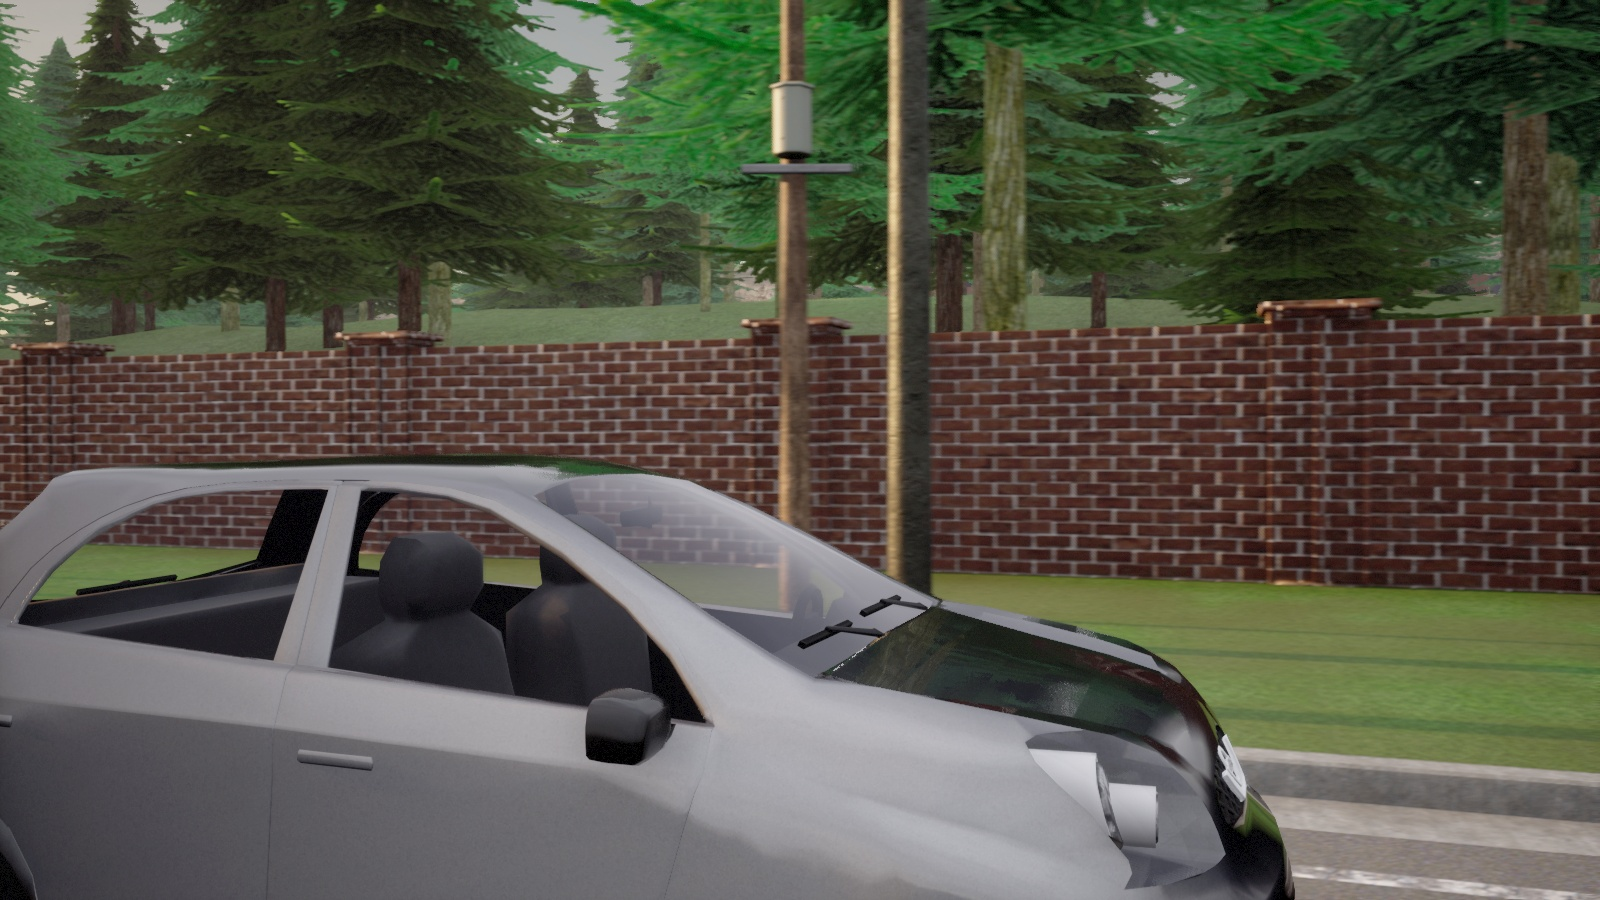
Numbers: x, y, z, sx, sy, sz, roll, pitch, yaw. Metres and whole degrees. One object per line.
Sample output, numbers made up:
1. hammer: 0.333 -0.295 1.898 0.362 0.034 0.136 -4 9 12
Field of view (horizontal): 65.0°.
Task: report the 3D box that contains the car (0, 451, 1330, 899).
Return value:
1. car: -0.614 0.783 3.400 3.633 1.501 1.845 1 1 19
